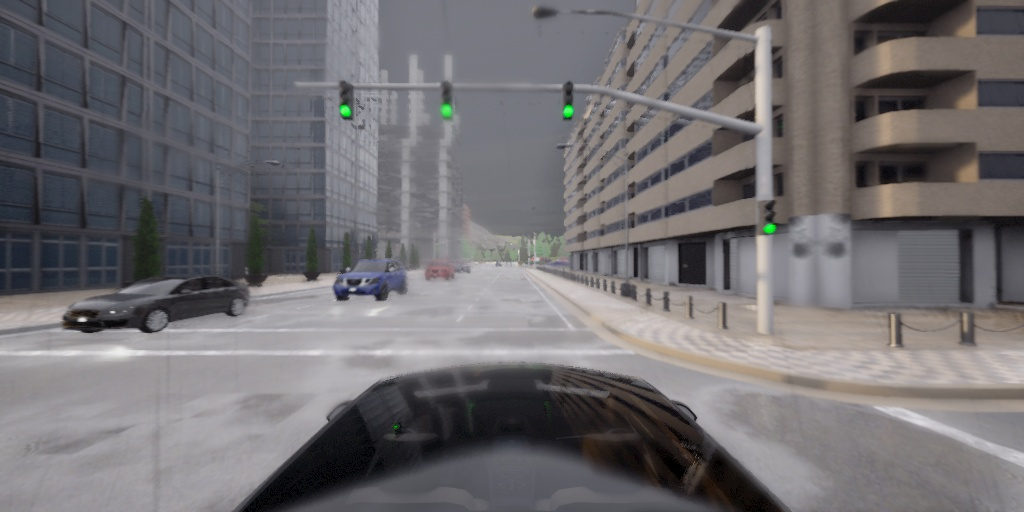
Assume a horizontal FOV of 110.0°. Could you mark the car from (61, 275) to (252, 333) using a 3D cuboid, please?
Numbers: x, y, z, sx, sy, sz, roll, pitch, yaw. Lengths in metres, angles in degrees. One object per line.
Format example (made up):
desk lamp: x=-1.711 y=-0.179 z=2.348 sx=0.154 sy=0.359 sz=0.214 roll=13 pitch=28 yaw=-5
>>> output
car: x=-10.501 y=1.360 z=11.190 sx=1.837 sy=1.490 sz=4.892 roll=0 pitch=-1 yaw=0

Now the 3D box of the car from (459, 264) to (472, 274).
car: x=-7.006 y=1.858 z=52.721 sx=1.994 sy=1.385 sz=4.181 roll=0 pitch=-1 yaw=0

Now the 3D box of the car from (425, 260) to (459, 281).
car: x=-7.093 y=1.387 z=35.903 sx=2.150 sy=2.045 sz=5.566 roll=0 pitch=0 yaw=0

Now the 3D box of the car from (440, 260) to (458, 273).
car: x=-10.511 y=1.702 z=60.149 sx=2.150 sy=2.045 sz=5.566 roll=0 pitch=-1 yaw=0

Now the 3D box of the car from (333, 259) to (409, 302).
car: x=-7.104 y=1.173 z=18.768 sx=2.150 sy=2.045 sz=5.566 roll=0 pitch=-1 yaw=0
